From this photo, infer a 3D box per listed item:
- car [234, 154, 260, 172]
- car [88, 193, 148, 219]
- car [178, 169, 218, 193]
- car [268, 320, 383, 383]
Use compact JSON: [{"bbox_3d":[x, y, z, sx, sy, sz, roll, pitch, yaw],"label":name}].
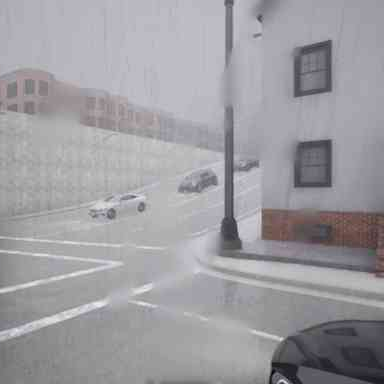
[{"bbox_3d":[6.238,-3.508,39.358,2.097,1.767,4.553,0,14,35],"label":"car"},{"bbox_3d":[-5.070,0.860,23.310,1.812,1.442,4.674,0,7,35],"label":"car"},{"bbox_3d":[0.554,-1.130,31.337,2.097,1.767,4.553,0,13,34],"label":"car"},{"bbox_3d":[2.773,1.526,1.993,4.674,1.442,1.812,0,0,36],"label":"car"}]
